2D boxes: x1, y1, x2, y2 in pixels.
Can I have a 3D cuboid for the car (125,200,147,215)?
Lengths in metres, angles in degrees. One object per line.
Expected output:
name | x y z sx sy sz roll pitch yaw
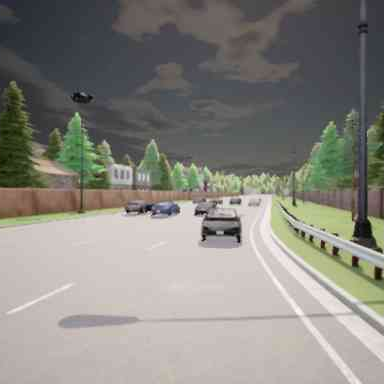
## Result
car | -5.395 1.565 35.143 2.128 1.511 4.902 0 0 13

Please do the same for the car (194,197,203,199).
car | 1.377 1.653 63.571 2.128 1.511 4.902 0 0 13

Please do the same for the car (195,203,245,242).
car | 1.573 1.536 16.685 2.128 1.511 4.902 0 0 8

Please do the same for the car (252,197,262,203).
car | 14.514 1.810 73.838 1.895 1.301 4.718 0 0 13

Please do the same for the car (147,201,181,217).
car | -2.478 1.601 32.286 1.812 1.442 4.674 0 0 13

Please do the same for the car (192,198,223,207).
car | 1.592 1.652 34.262 1.994 1.385 4.181 0 0 13

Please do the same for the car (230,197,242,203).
car | 8.211 1.664 62.052 2.128 1.511 4.902 0 0 13

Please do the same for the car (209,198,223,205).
car | 4.583 1.764 61.930 1.895 1.301 4.718 0 0 13

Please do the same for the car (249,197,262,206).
car | 10.966 1.695 58.515 1.812 1.442 4.674 0 0 13
